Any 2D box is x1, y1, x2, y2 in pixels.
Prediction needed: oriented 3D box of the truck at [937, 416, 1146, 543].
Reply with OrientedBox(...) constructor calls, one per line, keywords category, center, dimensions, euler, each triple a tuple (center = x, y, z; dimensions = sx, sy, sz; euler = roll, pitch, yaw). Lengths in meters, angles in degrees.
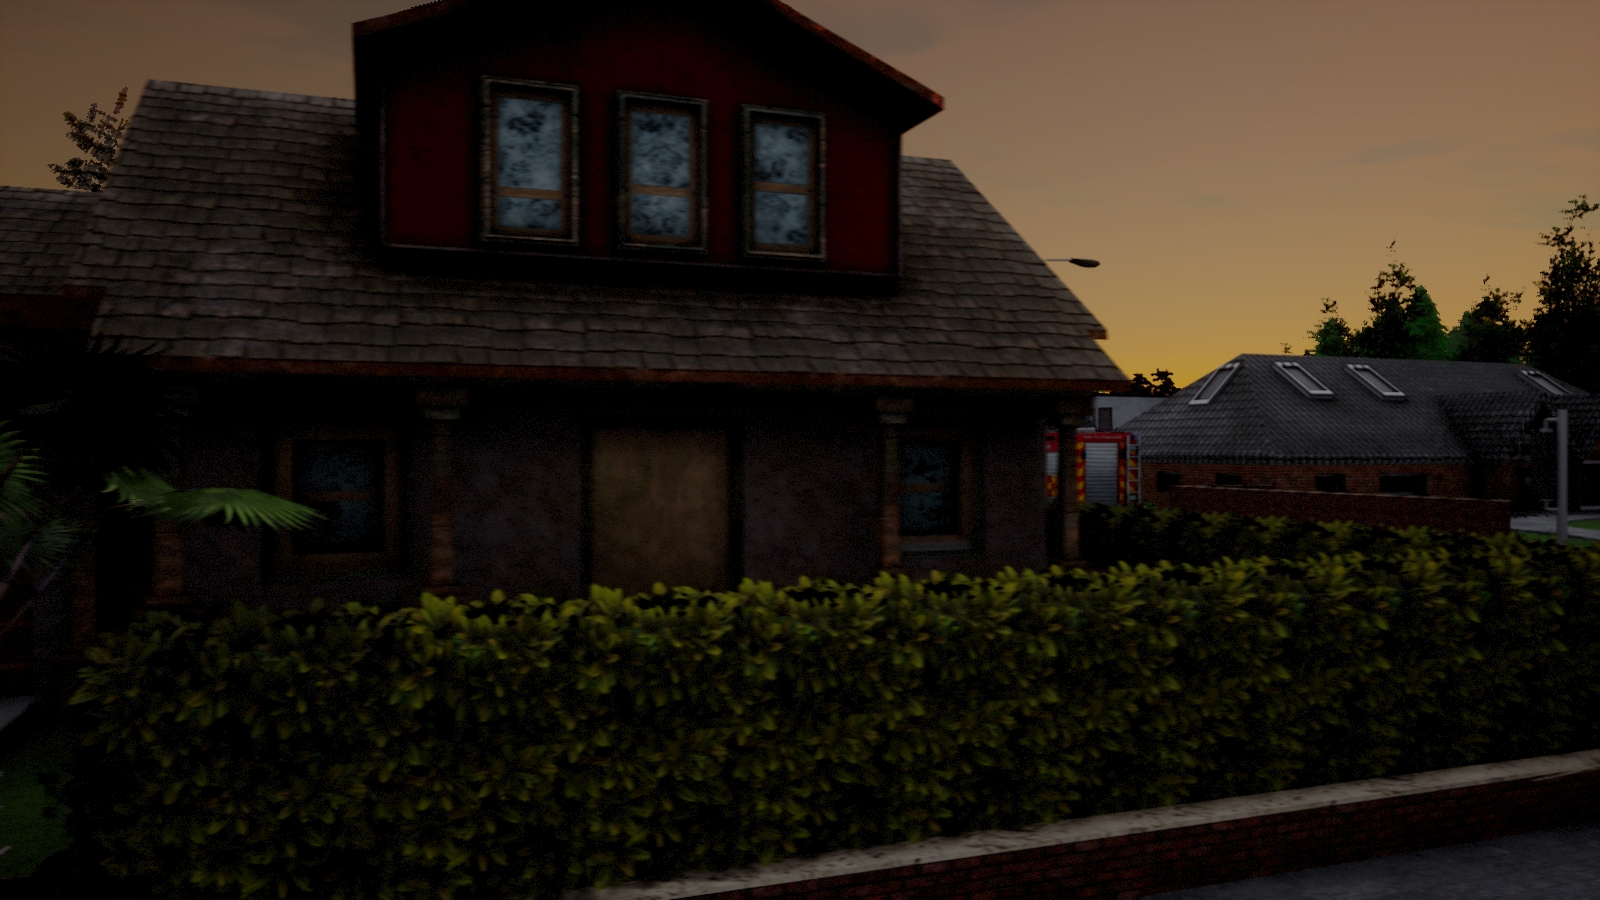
OrientedBox(category="truck", center=(7.876, 0.893, 38.773), dimensions=(2.891, 3.827, 8.468), euler=(0, 0, -20))
